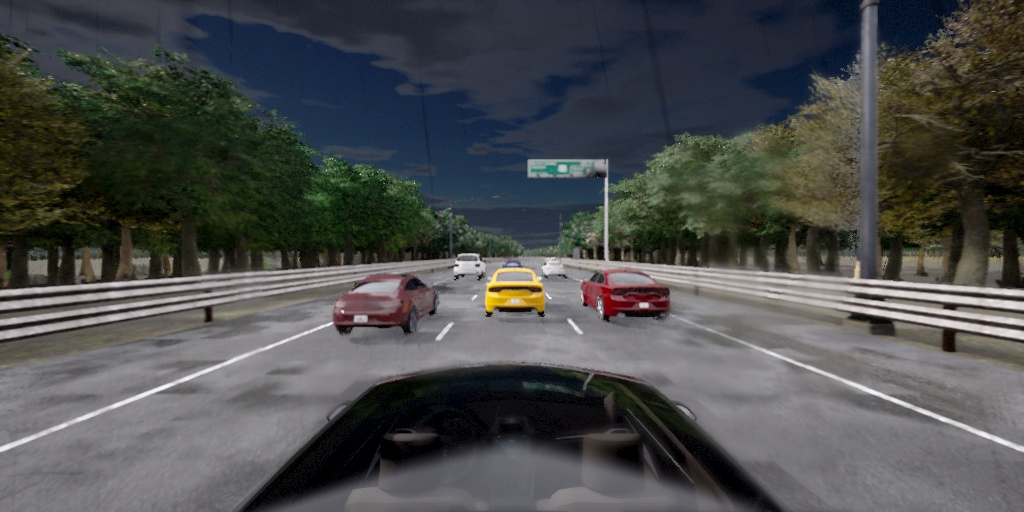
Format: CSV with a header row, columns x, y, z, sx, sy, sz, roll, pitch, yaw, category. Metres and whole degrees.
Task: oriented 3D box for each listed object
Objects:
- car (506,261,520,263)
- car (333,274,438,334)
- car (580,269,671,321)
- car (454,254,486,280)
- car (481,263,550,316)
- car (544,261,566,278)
x,y,z,sx,sy,sz,roll,pitch,yaw,category
0.099,1.161,31.472,1.812,1.442,4.674,0,0,0,car
-3.407,1.239,10.356,1.812,1.442,4.674,0,0,0,car
3.609,1.183,12.249,1.882,1.535,5.008,0,0,0,car
-3.401,0.862,29.650,2.150,2.045,5.566,0,0,0,car
0.099,1.180,13.094,1.882,1.535,5.008,0,0,0,car
3.599,1.161,31.550,1.812,1.442,4.674,0,0,0,car
